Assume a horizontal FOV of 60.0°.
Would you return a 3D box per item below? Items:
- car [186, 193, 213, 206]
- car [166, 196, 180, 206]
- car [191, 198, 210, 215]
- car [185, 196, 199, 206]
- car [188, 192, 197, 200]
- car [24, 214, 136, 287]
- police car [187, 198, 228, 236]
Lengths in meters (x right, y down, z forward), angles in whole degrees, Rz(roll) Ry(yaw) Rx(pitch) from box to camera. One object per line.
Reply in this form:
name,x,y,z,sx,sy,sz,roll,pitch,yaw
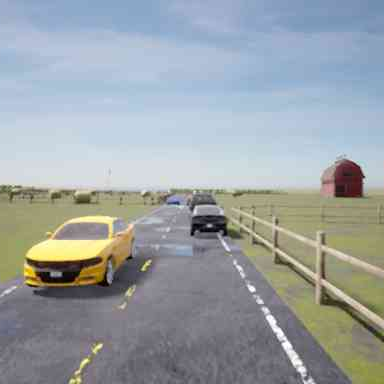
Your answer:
car,0.829,1.136,28.145,2.150,2.045,5.566,0,0,0
car,-2.812,1.318,50.837,1.882,1.535,5.008,0,0,0
car,0.831,1.398,34.116,1.837,1.490,4.892,0,0,0
car,0.012,1.383,52.314,2.033,1.411,5.357,0,0,0
car,0.017,1.015,80.561,2.097,1.767,4.553,0,0,0
car,-2.848,1.449,9.474,1.882,1.535,5.008,0,0,0
police car,0.828,1.369,18.226,1.930,1.638,5.238,0,0,0
